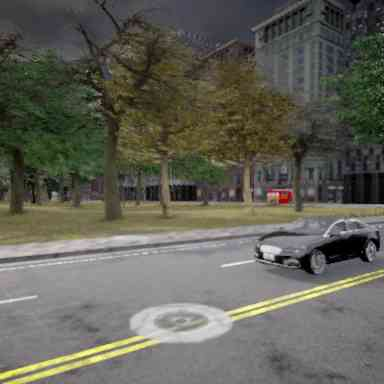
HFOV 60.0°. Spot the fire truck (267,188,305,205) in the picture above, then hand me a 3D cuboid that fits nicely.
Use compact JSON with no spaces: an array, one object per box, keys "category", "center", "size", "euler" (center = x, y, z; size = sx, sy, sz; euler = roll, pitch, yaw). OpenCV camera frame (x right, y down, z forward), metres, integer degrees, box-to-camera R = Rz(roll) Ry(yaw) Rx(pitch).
[{"category":"fire truck","center":[20.901,1.071,74.181],"size":[2.891,3.827,8.468],"euler":[0,-1,-35]}]

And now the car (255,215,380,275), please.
[{"category":"car","center":[4.115,1.527,10.610],"size":[4.902,1.511,2.128],"euler":[0,0,-35]}]
